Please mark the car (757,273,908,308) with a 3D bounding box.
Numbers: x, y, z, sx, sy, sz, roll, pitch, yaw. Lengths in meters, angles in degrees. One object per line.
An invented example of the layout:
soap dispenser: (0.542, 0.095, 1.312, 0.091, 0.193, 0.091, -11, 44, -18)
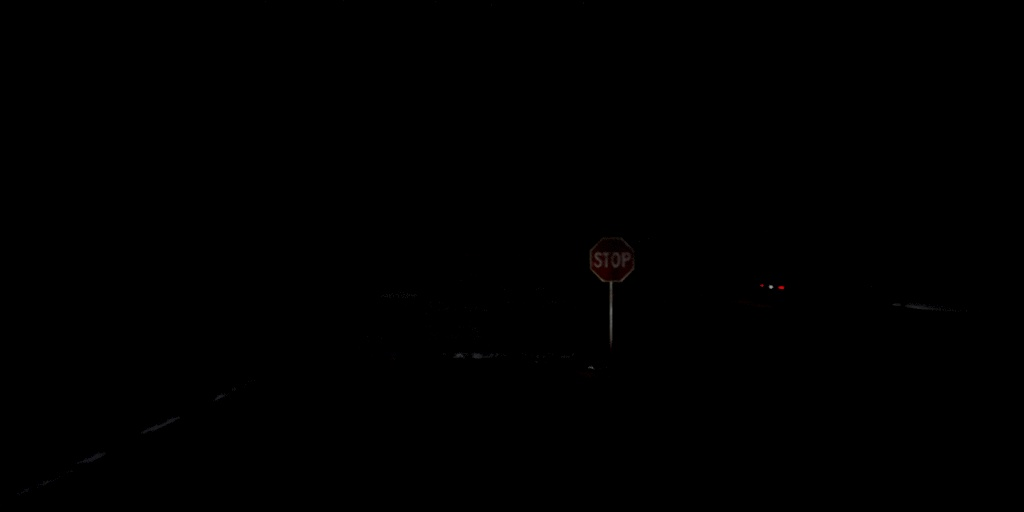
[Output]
car: (14.067, 1.468, 15.967, 5.357, 1.411, 2.033, 1, 0, 1)
